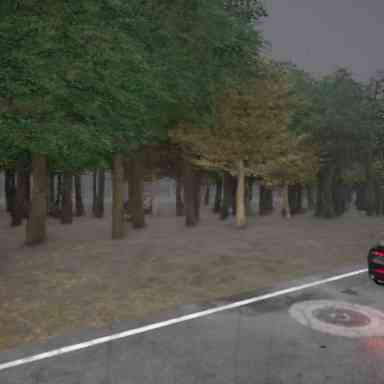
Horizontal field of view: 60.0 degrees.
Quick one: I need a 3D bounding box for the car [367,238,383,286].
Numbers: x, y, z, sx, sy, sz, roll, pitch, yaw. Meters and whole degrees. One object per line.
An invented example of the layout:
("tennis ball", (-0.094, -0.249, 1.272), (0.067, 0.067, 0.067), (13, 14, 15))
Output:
("car", (6.196, 1.509, 8.166), (4.892, 1.490, 1.837), (0, 0, -36))
